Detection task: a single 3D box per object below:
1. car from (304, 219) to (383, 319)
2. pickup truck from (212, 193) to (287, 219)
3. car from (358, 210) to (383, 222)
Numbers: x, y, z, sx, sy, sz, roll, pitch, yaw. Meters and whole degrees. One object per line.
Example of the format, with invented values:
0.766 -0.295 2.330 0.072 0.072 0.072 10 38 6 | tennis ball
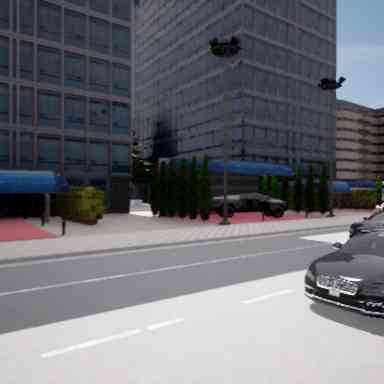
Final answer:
4.440 1.520 7.167 4.892 1.490 1.837 1 0 -35 | car
4.666 1.099 27.646 6.274 2.098 2.390 0 0 -5 | pickup truck
8.866 1.505 14.545 5.008 1.535 1.882 0 0 -35 | car
